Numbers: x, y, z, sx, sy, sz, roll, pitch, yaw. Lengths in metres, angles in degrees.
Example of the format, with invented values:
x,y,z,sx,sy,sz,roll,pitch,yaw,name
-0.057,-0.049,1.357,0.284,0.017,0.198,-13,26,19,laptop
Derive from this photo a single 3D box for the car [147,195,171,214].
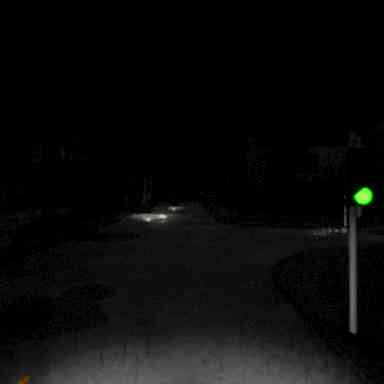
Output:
x,y,z,sx,sy,sz,roll,pitch,yaw,name
-4.091,1.497,40.379,2.150,2.045,5.566,0,-1,0,car

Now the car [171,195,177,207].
x,y,z,sx,sy,sz,roll,pitch,yaw,name
-4.004,1.650,62.420,2.150,2.045,5.566,0,-1,0,car
